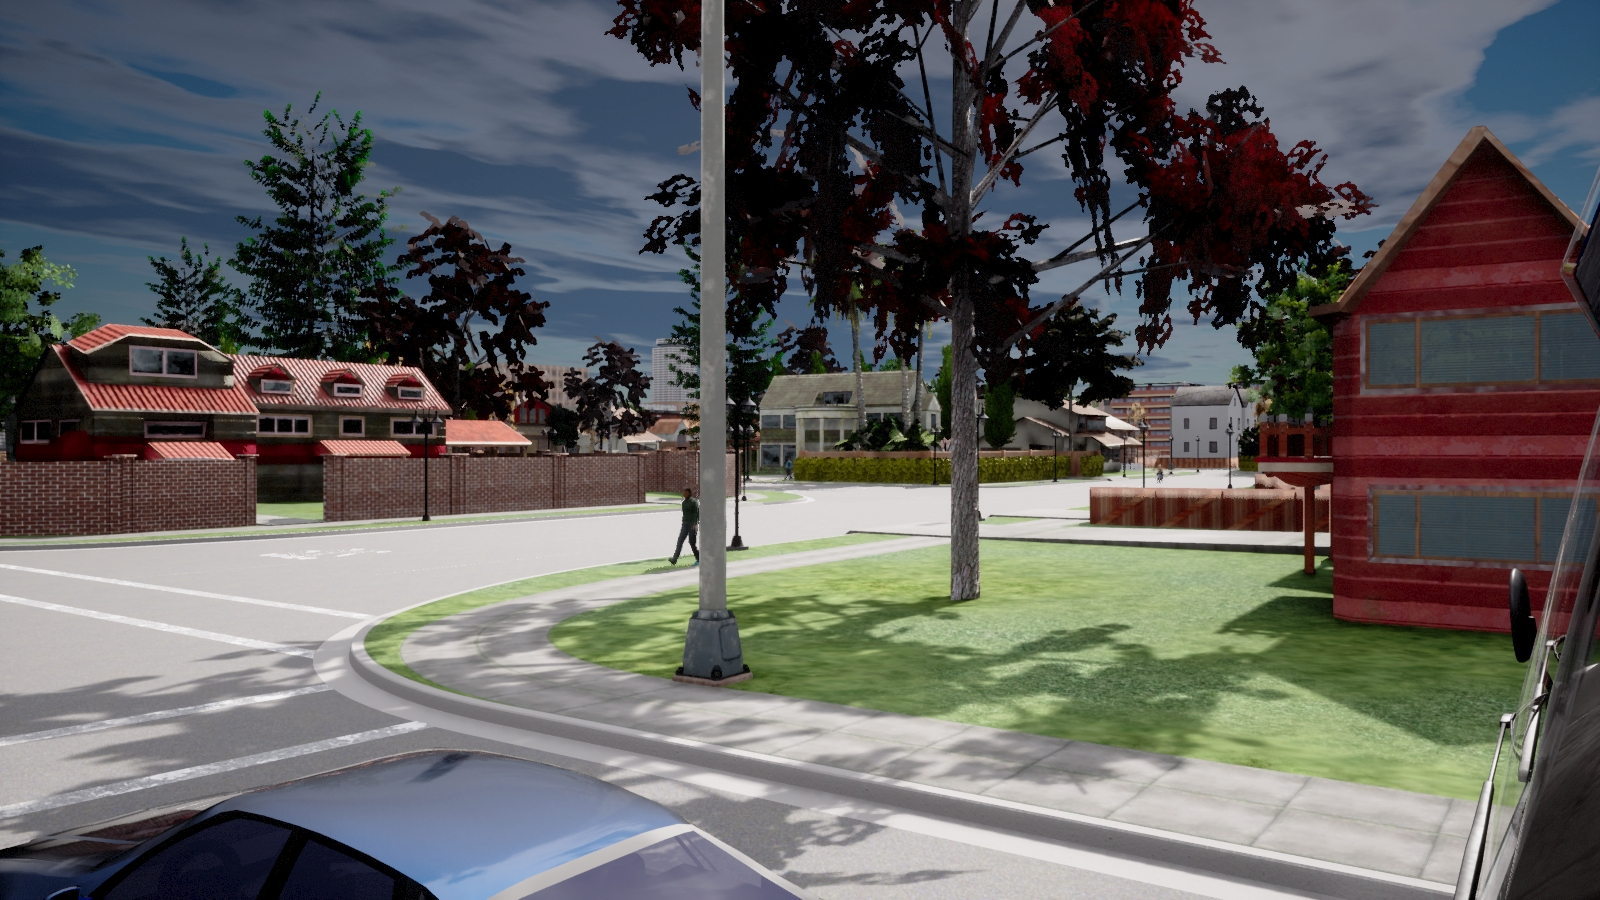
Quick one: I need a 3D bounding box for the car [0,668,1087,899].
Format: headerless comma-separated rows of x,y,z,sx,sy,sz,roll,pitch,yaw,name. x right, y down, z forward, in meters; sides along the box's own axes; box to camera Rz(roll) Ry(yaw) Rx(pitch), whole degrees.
-1.713,2.106,4.943,5.357,1.411,2.033,0,0,36,car

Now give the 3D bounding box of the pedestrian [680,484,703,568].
-2.444,1.704,25.769,0.375,1.860,0.375,0,0,35,pedestrian
